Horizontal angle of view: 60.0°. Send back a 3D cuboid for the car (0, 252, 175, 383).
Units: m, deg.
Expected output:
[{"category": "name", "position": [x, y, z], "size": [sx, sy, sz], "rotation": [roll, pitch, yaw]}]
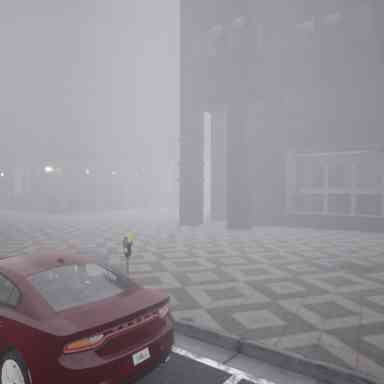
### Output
[{"category": "car", "position": [-2.293, 1.544, 4.759], "size": [4.507, 1.381, 1.887], "rotation": [0, 0, 37]}]
